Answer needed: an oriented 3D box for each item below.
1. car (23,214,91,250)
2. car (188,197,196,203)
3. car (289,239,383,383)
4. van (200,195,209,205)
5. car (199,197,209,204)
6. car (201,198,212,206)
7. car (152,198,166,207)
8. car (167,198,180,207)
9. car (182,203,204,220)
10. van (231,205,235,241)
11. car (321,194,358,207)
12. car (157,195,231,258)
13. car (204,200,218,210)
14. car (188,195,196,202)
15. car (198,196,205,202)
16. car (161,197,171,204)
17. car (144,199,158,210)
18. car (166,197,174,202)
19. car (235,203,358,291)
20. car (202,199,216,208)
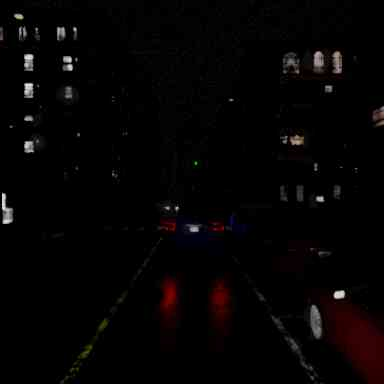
[{"bbox_3d":[-5.706,1.640,14.605,1.802,1.307,4.206,0,0,0],"label":"car"},{"bbox_3d":[-0.047,1.845,76.457,1.812,1.442,4.674,0,0,0],"label":"car"},{"bbox_3d":[2.682,1.559,3.553,1.887,1.381,4.507,0,0,0],"label":"car"},{"bbox_3d":[2.641,1.635,69.097,1.690,1.788,3.998,0,0,0],"label":"van"},{"bbox_3d":[2.639,1.886,74.620,1.947,1.339,4.313,0,0,0],"label":"car"},{"bbox_3d":[2.646,1.813,63.573,1.887,1.381,4.507,0,0,0],"label":"car"},{"bbox_3d":[-5.732,1.808,58.057,1.947,1.339,4.313,0,0,0],"label":"car"},{"bbox_3d":[-3.092,1.797,55.842,1.994,1.385,4.181,0,0,0],"label":"car"},{"bbox_3d":[0.082,1.722,30.229,1.895,1.301,4.718,0,0,0],"label":"car"},{"bbox_3d":[2.673,1.399,14.609,1.690,1.788,3.998,0,0,0],"label":"van"},{"bbox_3d":[15.739,1.170,34.151,5.009,1.841,2.192,-1,1,0],"label":"car"},{"bbox_3d":[0.081,1.274,13.141,2.150,2.045,5.566,0,0,0],"label":"car"},{"bbox_3d":[2.656,1.775,47.003,1.802,1.307,4.206,0,0,0],"label":"car"},{"bbox_3d":[-0.051,1.564,86.434,2.097,1.767,4.553,0,0,0],"label":"car"},{"bbox_3d":[2.628,1.926,91.360,1.752,1.417,4.829,0,0,0],"label":"car"},{"bbox_3d":[-5.742,1.865,74.627,1.887,1.381,4.507,0,0,0],"label":"car"},{"bbox_3d":[-5.725,1.759,47.010,1.947,1.339,4.313,0,0,0],"label":"car"},{"bbox_3d":[-5.748,1.955,85.674,1.802,1.307,4.206,0,0,0],"label":"car"},{"bbox_3d":[2.677,1.351,9.082,2.192,1.841,5.009,0,0,0],"label":"car"},{"bbox_3d":[2.652,1.784,52.526,1.947,1.339,4.313,0,0,0],"label":"car"}]
